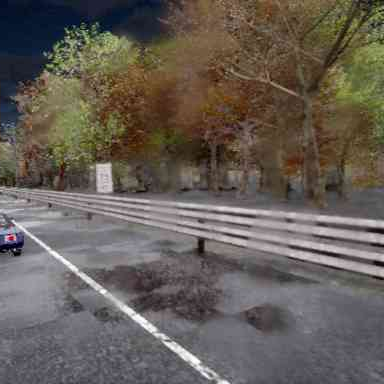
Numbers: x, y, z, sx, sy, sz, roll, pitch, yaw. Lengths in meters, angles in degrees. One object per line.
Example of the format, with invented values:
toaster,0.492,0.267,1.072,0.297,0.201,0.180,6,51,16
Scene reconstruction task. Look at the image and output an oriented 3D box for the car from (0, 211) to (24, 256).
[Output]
car,-6.675,1.285,10.542,1.895,1.301,4.718,-5,4,-34
